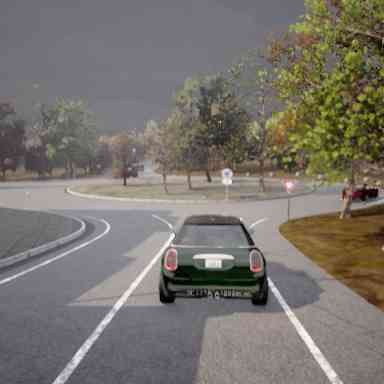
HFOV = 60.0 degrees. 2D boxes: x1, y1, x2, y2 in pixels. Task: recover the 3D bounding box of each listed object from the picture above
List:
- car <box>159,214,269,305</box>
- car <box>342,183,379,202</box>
[{"bbox_3d":[0.492,1.315,8.213,2.097,1.767,4.553,0,0,3],"label":"car"},{"bbox_3d":[15.473,-0.076,30.431,5.008,1.535,1.882,-6,9,-44],"label":"car"}]
